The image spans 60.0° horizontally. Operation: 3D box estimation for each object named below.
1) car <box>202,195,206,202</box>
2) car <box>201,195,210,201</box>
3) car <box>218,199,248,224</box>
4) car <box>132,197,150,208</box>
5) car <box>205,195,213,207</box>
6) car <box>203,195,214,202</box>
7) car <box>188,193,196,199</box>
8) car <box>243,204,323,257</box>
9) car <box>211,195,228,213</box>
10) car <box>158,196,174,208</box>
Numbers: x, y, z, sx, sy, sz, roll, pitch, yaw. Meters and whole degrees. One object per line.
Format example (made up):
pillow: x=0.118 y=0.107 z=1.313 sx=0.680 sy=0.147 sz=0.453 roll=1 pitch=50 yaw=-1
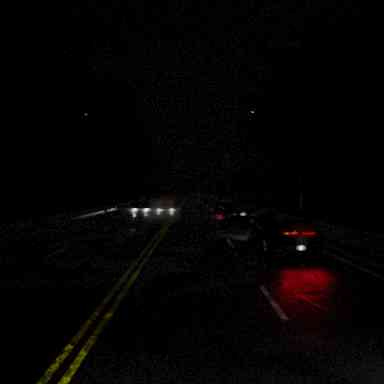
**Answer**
car: x=3.251 y=1.291 z=56.541 sx=2.163 sy=1.488 sz=4.792 roll=0 pitch=0 yaw=0
car: x=3.252 y=1.355 z=78.543 sx=1.895 sy=1.301 sz=4.718 roll=0 pitch=0 yaw=0
car: x=3.250 y=1.436 z=23.510 sx=2.033 sy=1.411 sz=5.357 roll=0 pitch=0 yaw=0
car: x=-6.586 y=1.344 z=43.891 sx=1.812 sy=1.442 sz=4.674 roll=0 pitch=0 yaw=0
car: x=3.251 y=1.379 z=45.511 sx=1.994 sy=1.385 sz=4.181 roll=0 pitch=0 yaw=0
car: x=3.251 y=1.329 z=67.512 sx=1.994 sy=1.385 sz=4.181 roll=0 pitch=0 yaw=0
car: x=0.002 y=1.174 z=86.744 sx=2.033 sy=1.411 sz=5.357 roll=0 pitch=0 yaw=0
car: x=3.350 y=1.444 z=12.633 sx=1.837 sy=1.490 sz=4.892 roll=0 pitch=1 yaw=0
car: x=3.251 y=1.373 z=34.510 sx=1.812 sy=1.442 sz=4.674 roll=0 pitch=0 yaw=0
car: x=-3.336 y=1.297 z=43.703 sx=1.882 sy=1.535 sz=5.008 roll=0 pitch=0 yaw=0
